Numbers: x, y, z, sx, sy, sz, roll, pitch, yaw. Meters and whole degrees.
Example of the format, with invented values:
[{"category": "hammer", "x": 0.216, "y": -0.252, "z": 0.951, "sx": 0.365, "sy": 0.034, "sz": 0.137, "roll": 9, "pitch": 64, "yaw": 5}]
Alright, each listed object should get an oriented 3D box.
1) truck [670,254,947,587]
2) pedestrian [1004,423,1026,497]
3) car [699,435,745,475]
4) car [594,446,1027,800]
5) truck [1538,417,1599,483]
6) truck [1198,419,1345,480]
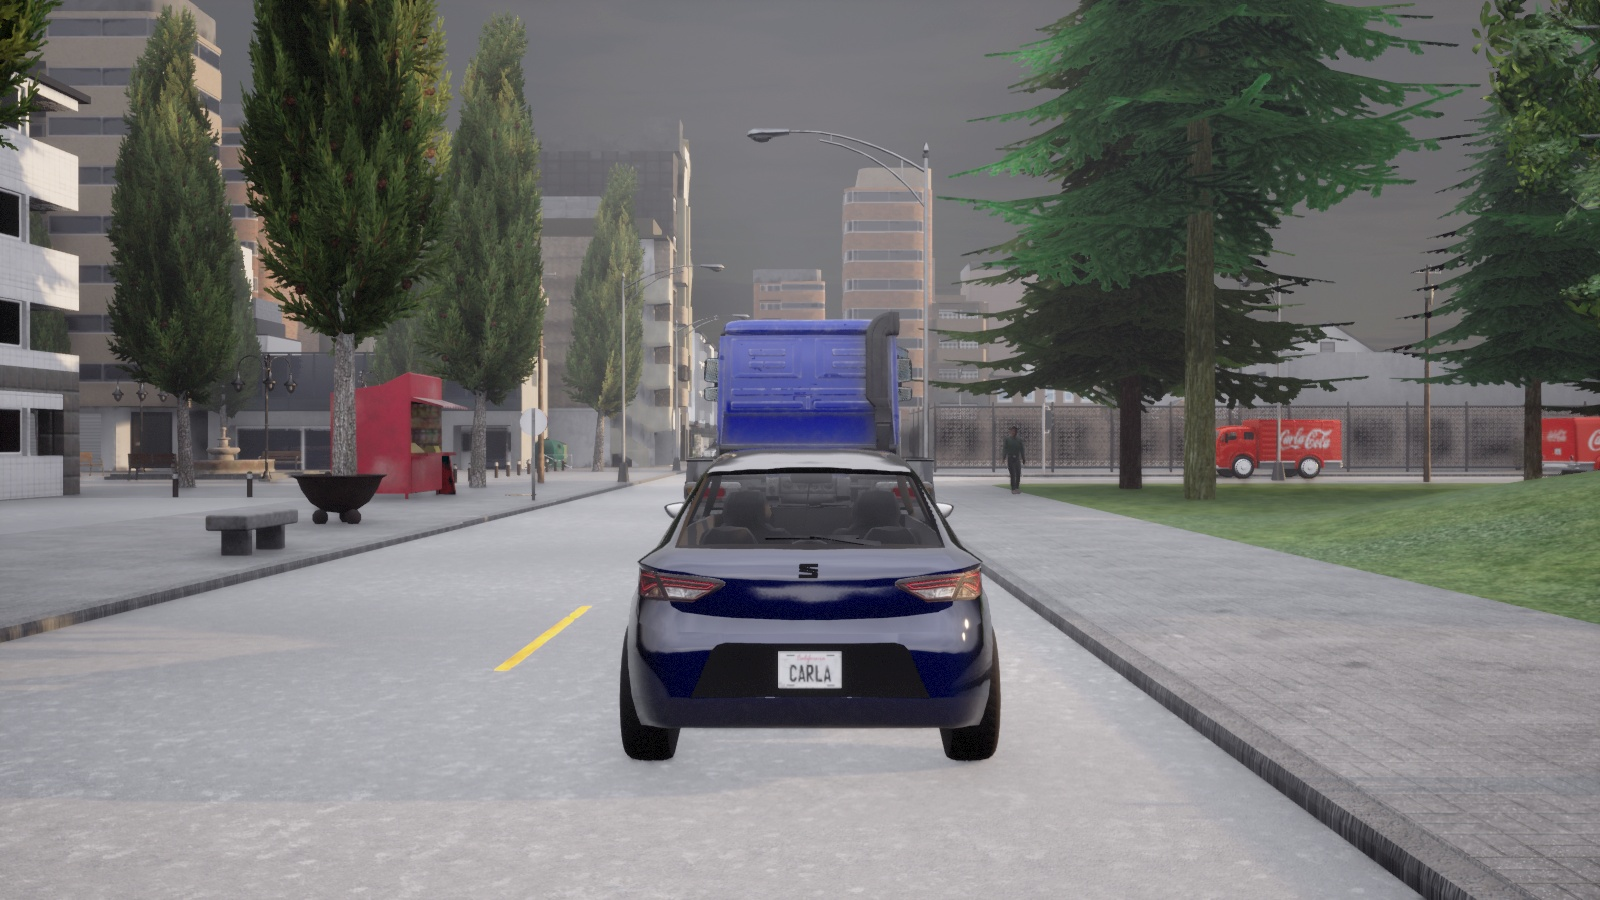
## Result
[{"category": "truck", "x": 0.111, "y": -0.332, "z": 17.048, "sx": 2.891, "sy": 3.462, "sz": 7.936, "roll": 0, "pitch": 0, "yaw": 0}, {"category": "pedestrian", "x": 5.732, "y": 0.272, "z": 33.505, "sx": 0.423, "sy": 1.949, "sz": 0.788, "roll": 0, "pitch": 0, "yaw": -2}, {"category": "car", "x": -3.718, "y": 0.217, "z": 60.892, "sx": 1.932, "sy": 1.855, "sz": 4.605, "roll": 0, "pitch": 0, "yaw": 0}, {"category": "car", "x": 0.054, "y": 0.719, "z": 7.360, "sx": 1.816, "sy": 1.474, "sz": 4.193, "roll": 0, "pitch": 0, "yaw": 0}, {"category": "truck", "x": 32.001, "y": 0.008, "z": 48.709, "sx": 5.204, "sy": 2.467, "sz": 2.627, "roll": 0, "pitch": 0, "yaw": 0}, {"category": "truck", "x": 19.725, "y": -0.023, "z": 52.764, "sx": 5.204, "sy": 2.467, "sz": 2.627, "roll": 0, "pitch": 0, "yaw": 0}]
